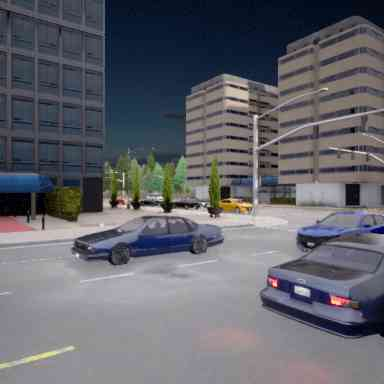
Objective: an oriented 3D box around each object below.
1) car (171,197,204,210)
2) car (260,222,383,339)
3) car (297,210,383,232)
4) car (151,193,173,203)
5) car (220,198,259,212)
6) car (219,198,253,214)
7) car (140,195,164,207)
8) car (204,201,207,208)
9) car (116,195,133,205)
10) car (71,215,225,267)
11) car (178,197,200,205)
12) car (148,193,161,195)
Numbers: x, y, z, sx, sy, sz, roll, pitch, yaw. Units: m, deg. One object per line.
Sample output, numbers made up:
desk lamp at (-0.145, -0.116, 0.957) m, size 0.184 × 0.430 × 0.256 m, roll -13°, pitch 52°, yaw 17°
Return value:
car at (-0.893, 1.601, 43.619) m, size 1.895 × 1.301 × 4.718 m, roll 0°, pitch 0°, yaw -35°
car at (3.719, 1.547, 6.473) m, size 5.357 × 1.411 × 2.033 m, roll 0°, pitch 0°, yaw -35°
car at (6.017, 1.477, 12.606) m, size 5.008 × 1.535 × 1.882 m, roll 0°, pitch 0°, yaw -36°
car at (-6.341, 1.223, 69.995) m, size 2.150 × 2.045 × 5.566 m, roll 0°, pitch 0°, yaw -35°
car at (5.689, 1.506, 40.321) m, size 1.837 × 1.490 × 4.892 m, roll 0°, pitch 0°, yaw -35°
car at (4.476, 1.478, 35.949) m, size 1.882 × 1.535 × 5.008 m, roll 0°, pitch 0°, yaw -35°
car at (-6.165, 1.601, 51.152) m, size 1.895 × 1.301 × 4.718 m, roll 0°, pitch 0°, yaw -35°
car at (0.254, 1.491, 48.083) m, size 2.128 × 1.511 × 4.902 m, roll 0°, pitch 0°, yaw -35°
car at (-12.002, 1.352, 59.555) m, size 2.097 × 1.767 × 4.553 m, roll 0°, pitch 0°, yaw -35°
car at (-1.313, 1.547, 11.665) m, size 5.357 × 1.411 × 2.033 m, roll 0°, pitch 0°, yaw -36°
car at (-0.622, 1.564, 61.867) m, size 1.994 × 1.385 × 4.181 m, roll 0°, pitch 0°, yaw -34°
car at (-5.810, 1.221, 56.766) m, size 2.150 × 2.045 × 5.566 m, roll 0°, pitch 0°, yaw -34°
